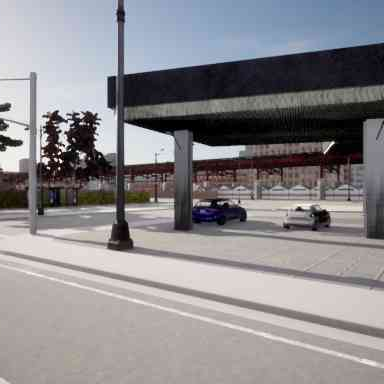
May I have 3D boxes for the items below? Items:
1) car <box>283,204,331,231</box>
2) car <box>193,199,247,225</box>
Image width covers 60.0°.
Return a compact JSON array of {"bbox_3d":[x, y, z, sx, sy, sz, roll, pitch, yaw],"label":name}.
[{"bbox_3d":[7.074,1.456,20.232,1.970,1.475,3.806,0,0,37],"label":"car"},{"bbox_3d":[1.993,1.295,23.020,2.242,1.667,4.611,0,0,37],"label":"car"}]
